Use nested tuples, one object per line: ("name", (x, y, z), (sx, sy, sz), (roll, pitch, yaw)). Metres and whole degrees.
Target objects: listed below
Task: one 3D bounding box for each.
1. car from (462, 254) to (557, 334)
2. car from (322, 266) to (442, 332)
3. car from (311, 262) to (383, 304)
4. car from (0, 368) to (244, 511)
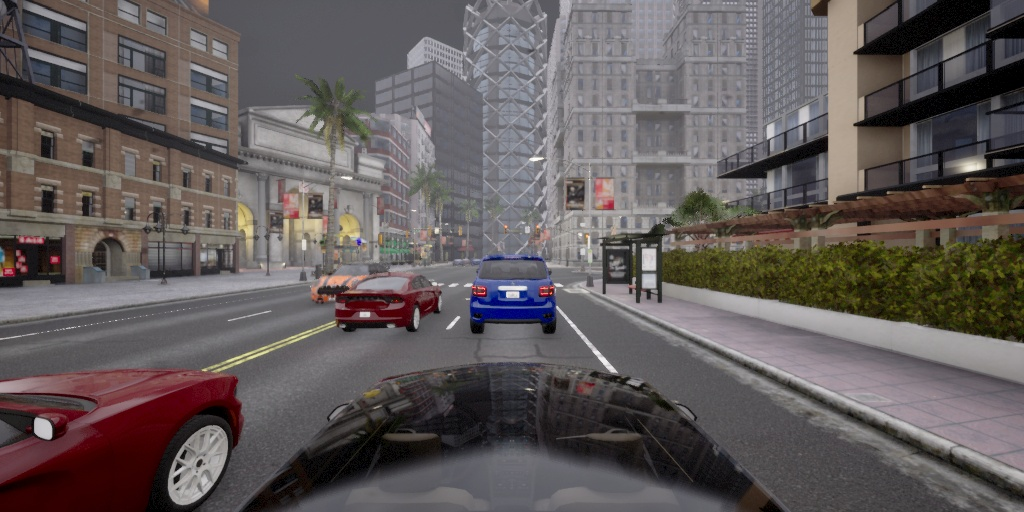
("car", (0.054, 0.971, 10.804), (2.150, 2.045, 5.566), (0, 0, 1))
("car", (-3.441, 1.228, 10.914), (1.882, 1.535, 5.008), (0, 0, 0))
("car", (-7.071, 1.102, 16.375), (2.097, 1.767, 4.553), (0, 0, 0))
("car", (-3.390, 1.228, 1.236), (1.882, 1.535, 5.008), (0, 0, 0))
